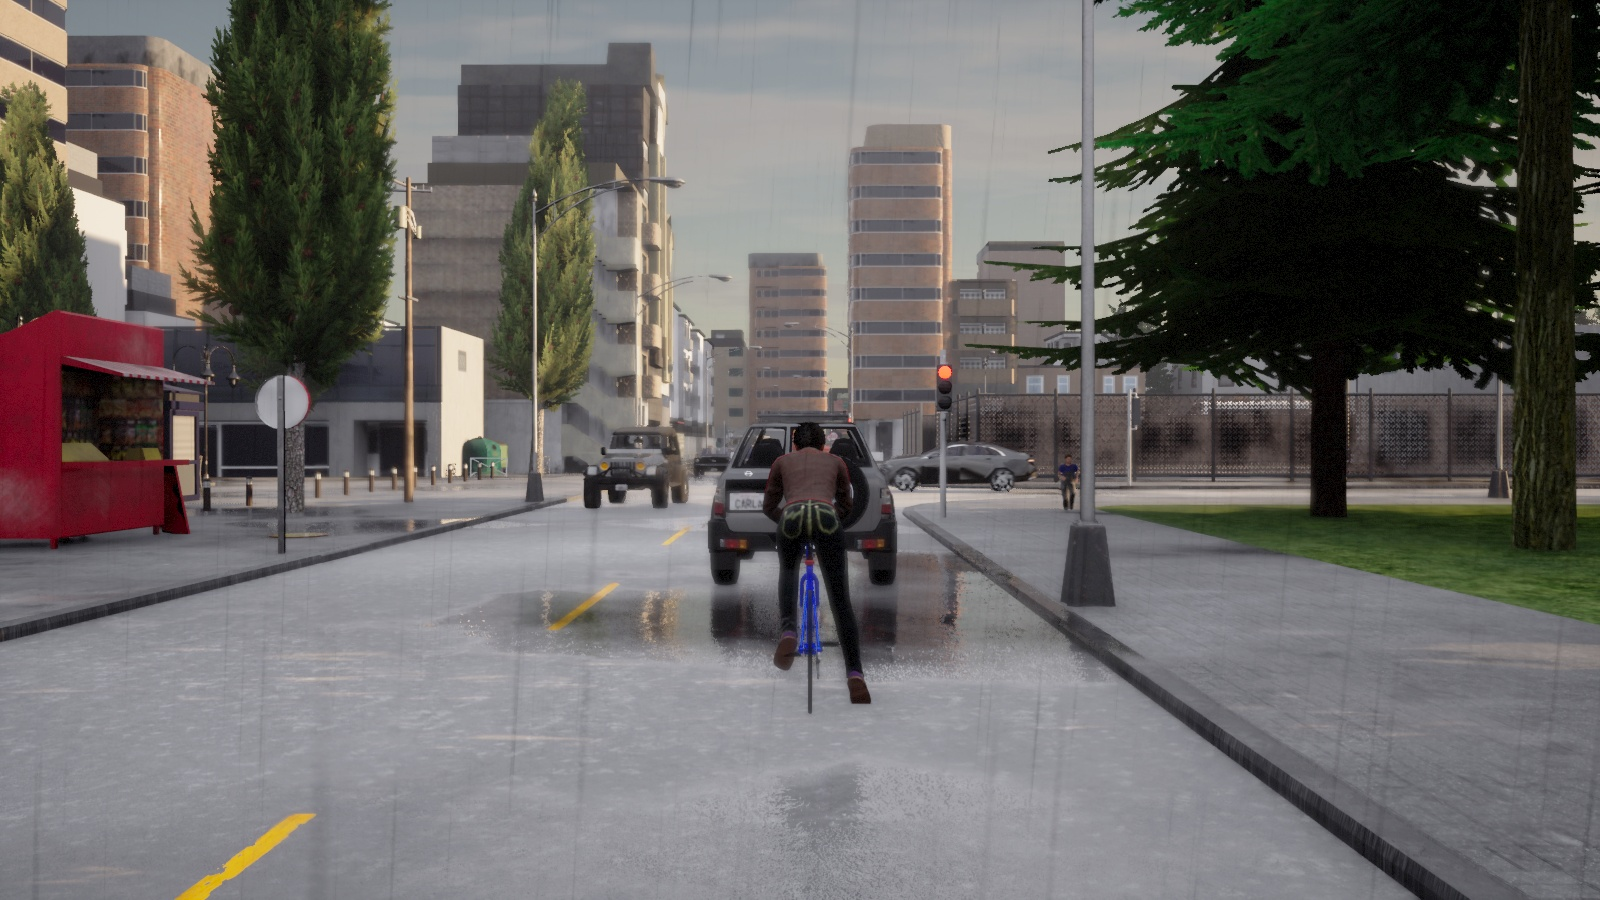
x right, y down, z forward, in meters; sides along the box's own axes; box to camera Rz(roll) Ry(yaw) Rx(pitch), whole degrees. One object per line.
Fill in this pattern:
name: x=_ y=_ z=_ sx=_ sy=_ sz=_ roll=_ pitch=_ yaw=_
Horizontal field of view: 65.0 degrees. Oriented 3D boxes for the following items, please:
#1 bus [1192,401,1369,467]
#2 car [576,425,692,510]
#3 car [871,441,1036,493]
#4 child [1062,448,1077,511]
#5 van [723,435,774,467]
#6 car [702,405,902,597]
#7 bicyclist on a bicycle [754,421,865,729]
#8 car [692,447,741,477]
bus: x=31.802 y=-1.076 z=83.504 sx=10.273 sy=4.253 sz=3.944 roll=0 pitch=0 yaw=4
car: x=-3.820 y=0.372 z=29.616 sx=1.905 sy=1.878 sz=3.866 roll=0 pitch=0 yaw=5
car: x=4.717 y=0.489 z=38.526 sx=4.902 sy=1.511 sz=2.128 roll=0 pitch=0 yaw=8
child: x=5.486 y=0.596 z=25.592 sx=0.270 sy=1.263 sz=0.437 roll=0 pitch=0 yaw=7
van: x=-3.242 y=0.042 z=80.425 sx=1.775 sy=1.987 sz=4.442 roll=0 pitch=0 yaw=19
car: x=0.069 y=0.482 z=14.471 sx=1.932 sy=1.855 sz=4.605 roll=0 pitch=0 yaw=1
bicyclist on a bicycle: x=0.056 y=0.657 z=7.439 sx=0.582 sy=1.620 sz=1.656 roll=0 pitch=0 yaw=0
car: x=-3.738 y=0.523 z=56.857 sx=1.895 sy=1.301 sz=4.718 roll=0 pitch=0 yaw=0
